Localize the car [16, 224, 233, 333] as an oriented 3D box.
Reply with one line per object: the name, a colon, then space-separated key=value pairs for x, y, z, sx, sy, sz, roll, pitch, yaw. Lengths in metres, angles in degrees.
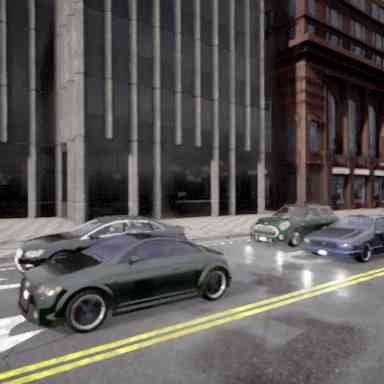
car: x=-1.189 y=1.563 z=6.811 sx=4.181 sy=1.385 sz=1.994 roll=0 pitch=0 yaw=-35

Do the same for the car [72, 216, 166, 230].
car: x=-2.431 y=1.491 z=9.865 sx=4.902 sy=1.511 sz=2.128 roll=0 pitch=0 yaw=-32

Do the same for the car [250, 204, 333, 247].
car: x=4.765 y=1.349 z=15.070 sx=4.553 sy=1.767 sz=2.097 roll=0 pitch=0 yaw=-35

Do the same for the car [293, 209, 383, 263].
car: x=6.333 y=1.544 z=12.192 sx=5.357 sy=1.411 sz=2.033 roll=0 pitch=0 yaw=-36
